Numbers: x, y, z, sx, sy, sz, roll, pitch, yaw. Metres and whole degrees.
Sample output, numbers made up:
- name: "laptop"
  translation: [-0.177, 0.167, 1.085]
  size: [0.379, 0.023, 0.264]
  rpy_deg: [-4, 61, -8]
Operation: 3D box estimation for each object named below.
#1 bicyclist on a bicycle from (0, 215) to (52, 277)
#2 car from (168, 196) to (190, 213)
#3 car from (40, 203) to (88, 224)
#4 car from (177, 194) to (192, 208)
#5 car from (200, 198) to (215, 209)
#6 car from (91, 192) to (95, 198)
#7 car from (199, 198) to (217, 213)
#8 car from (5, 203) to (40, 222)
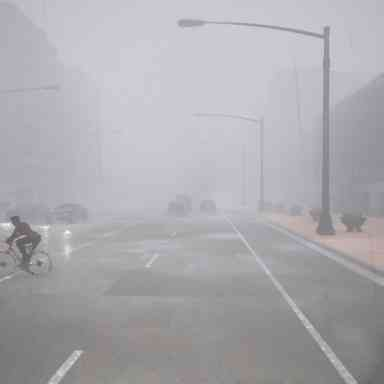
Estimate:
- name: "bicyclist on a bicycle"
  translation: [-4.506, 1.444, 8.782]
  size: [1.656, 1.620, 0.582]
  rpy_deg: [0, 0, 3]
- name: "car"
  translation: [-1.673, 1.582, 38.503]
  size: [1.882, 1.535, 5.008]
  rpy_deg: [0, 0, 3]
- name: "car"
  translation: [-9.455, 1.562, 25.528]
  size: [1.812, 1.442, 4.674]
  rpy_deg: [0, 0, 3]
- name: "car"
  translation: [-1.224, 1.367, 48.548]
  size: [2.150, 2.045, 5.566]
  rpy_deg: [0, 0, 3]
- name: "car"
  translation: [2.311, 1.647, 49.120]
  size: [2.128, 1.511, 4.902]
  rpy_deg: [0, 0, 3]
- name: "car"
  translation: [-25.657, 0.799, 82.982]
  size: [1.970, 1.475, 3.806]
  rpy_deg: [0, 2, 3]
- name: "car"
  translation: [1.866, 1.606, 39.155]
  size: [2.128, 1.511, 4.902]
  rpy_deg: [0, 0, 3]
- name: "car"
  translation: [-12.834, 1.596, 26.420]
  size: [1.994, 1.385, 4.181]
  rpy_deg: [0, 0, 3]
